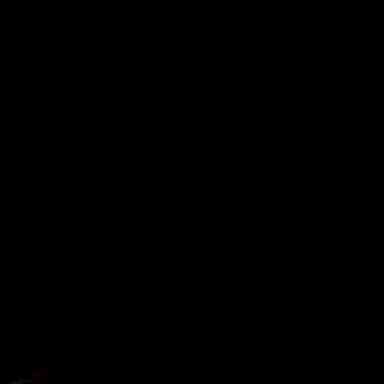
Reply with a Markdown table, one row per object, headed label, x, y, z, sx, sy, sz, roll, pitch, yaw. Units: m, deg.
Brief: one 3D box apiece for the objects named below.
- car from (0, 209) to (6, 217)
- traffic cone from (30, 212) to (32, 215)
| label | x | y | z | sx | sy | sz | roll | pitch | yaw |
| --- | --- | --- | --- | --- | --- | --- | --- | --- | --- |
| car | -34.017 | 3.528 | 56.630 | 2.128 | 1.511 | 4.902 | -1 | -3 | 8 |
| traffic cone | -36.387 | 4.940 | 74.404 | 0.340 | 0.580 | 0.340 | -1 | -3 | -16 |
